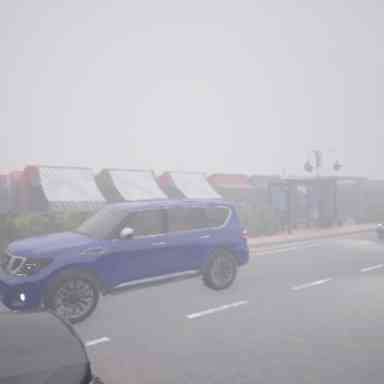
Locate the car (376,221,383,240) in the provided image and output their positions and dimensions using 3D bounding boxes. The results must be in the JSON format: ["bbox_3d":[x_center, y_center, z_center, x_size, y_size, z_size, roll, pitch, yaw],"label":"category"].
[{"bbox_3d":[10.722,1.517,15.936,4.674,1.442,1.812,0,0,-35],"label":"car"}]

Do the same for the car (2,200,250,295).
[{"bbox_3d":[-1.162,1.220,7.473,5.566,2.045,2.150,0,0,-36],"label":"car"}]

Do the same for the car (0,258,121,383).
[{"bbox_3d":[-3.197,1.549,1.708,5.357,1.411,2.033,0,0,-36],"label":"car"}]
